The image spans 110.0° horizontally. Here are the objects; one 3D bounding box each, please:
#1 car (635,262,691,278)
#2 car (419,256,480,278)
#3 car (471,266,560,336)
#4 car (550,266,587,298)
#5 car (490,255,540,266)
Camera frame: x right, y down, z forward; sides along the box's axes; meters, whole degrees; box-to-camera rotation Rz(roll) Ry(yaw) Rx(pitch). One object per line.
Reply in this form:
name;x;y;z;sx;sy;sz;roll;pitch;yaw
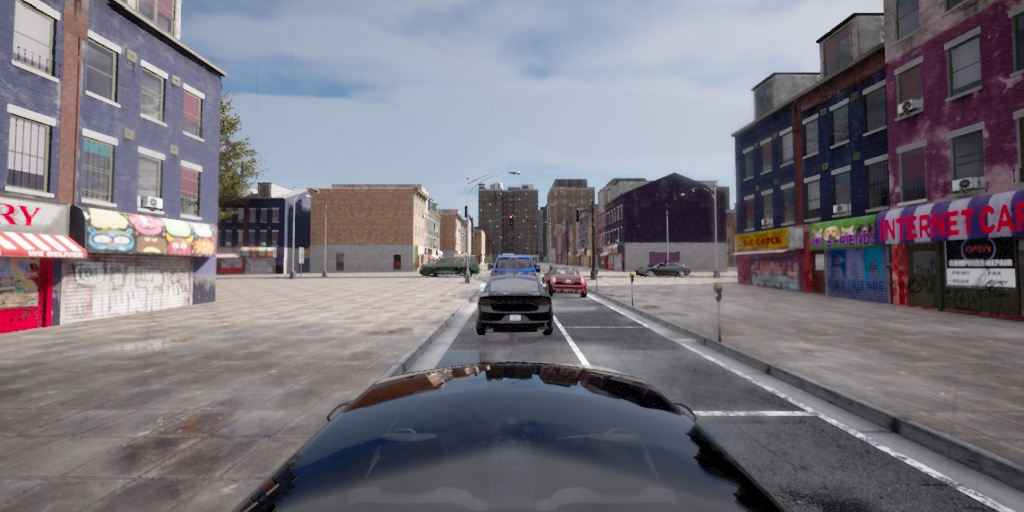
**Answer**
car;14.086;1.324;33.621;4.892;1.490;1.837;0;-2;0
car;-5.817;1.060;33.748;5.566;2.045;2.150;0;-2;0
car;0.044;1.234;10.502;1.882;1.535;5.008;0;0;-1
car;2.631;1.209;18.783;1.967;1.591;4.097;0;0;0
car;0.083;0.990;18.097;2.150;2.045;5.566;0;0;0
